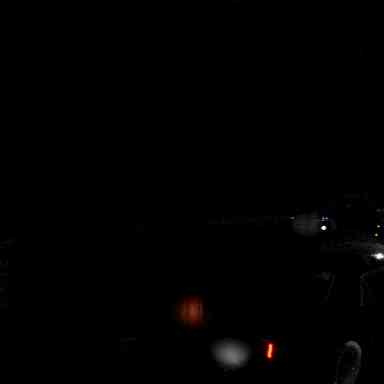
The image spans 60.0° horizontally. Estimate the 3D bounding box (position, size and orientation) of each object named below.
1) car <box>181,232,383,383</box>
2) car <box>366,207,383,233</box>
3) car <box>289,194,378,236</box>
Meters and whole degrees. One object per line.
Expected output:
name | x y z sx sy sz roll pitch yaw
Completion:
car | 2.276 1.577 5.101 4.718 1.301 1.895 0 0 -35
car | 9.859 1.475 14.710 4.181 1.385 1.994 0 0 -35
car | 7.339 1.138 16.903 5.566 2.045 2.150 0 0 -36
